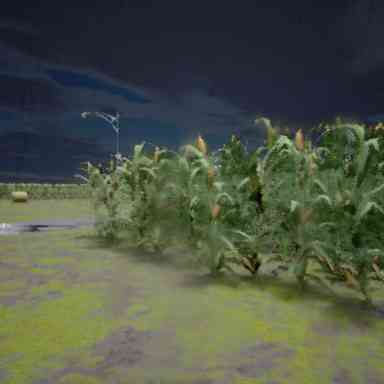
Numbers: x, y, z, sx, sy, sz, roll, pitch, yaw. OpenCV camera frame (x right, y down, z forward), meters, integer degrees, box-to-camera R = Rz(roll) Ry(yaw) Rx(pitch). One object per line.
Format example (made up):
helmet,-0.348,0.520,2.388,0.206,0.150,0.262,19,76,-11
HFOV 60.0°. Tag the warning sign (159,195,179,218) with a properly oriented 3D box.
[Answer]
warning sign,-1.916,1.191,27.742,1.300,1.860,1.060,1,1,35
